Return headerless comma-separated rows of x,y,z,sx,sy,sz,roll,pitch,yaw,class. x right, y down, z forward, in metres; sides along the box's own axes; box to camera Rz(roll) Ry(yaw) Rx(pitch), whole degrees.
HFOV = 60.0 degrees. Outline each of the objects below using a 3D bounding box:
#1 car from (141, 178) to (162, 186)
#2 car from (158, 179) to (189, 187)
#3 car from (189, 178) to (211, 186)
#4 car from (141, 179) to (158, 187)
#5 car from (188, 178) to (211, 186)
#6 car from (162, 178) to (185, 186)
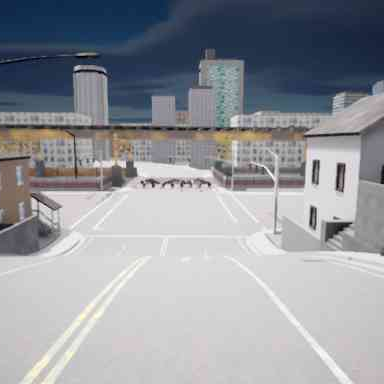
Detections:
-8.433,-2.091,68.868,4.536,1.218,1.853,8,11,42,car
-3.788,-1.920,68.912,4.974,1.542,2.038,-6,11,-37,car
1.572,-2.023,69.744,4.974,1.542,2.038,5,10,28,car
-8.395,-1.930,68.857,4.974,1.542,2.038,8,11,42,car
1.526,-2.183,69.745,4.536,1.218,1.853,5,10,28,car
-3.746,-2.081,68.920,4.536,1.218,1.853,-6,11,-37,car
